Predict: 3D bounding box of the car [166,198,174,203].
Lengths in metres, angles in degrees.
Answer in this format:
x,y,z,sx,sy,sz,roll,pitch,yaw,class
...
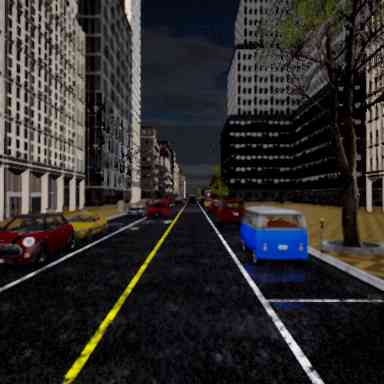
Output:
x,y,z,sx,sy,sz,roll,pitch,yaw,class
-5.603,2.188,85.738,1.887,1.381,4.507,0,0,0,car

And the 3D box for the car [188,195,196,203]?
x,y,z,sx,sy,sz,roll,pitch,yaw,class
0.090,1.819,91.266,2.150,2.045,5.566,0,0,0,car

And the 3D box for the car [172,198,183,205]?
x,y,z,sx,sy,sz,roll,pitch,yaw,class
-2.930,2.073,72.578,1.895,1.301,4.718,0,0,0,car

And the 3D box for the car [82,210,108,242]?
x,y,z,sx,sy,sz,roll,pitch,yaw,class
-5.669,1.645,17.301,1.752,1.417,4.829,0,0,0,car

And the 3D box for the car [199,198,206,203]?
x,y,z,sx,sy,sz,roll,pitch,yaw,class
2.750,2.271,91.392,1.802,1.307,4.206,0,0,0,car

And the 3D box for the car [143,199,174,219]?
x,y,z,sx,sy,sz,roll,pitch,yaw,class
-3.066,1.698,31.377,1.882,1.535,5.008,0,0,0,car

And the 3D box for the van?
x,y,z,sx,sy,sz,roll,pitch,yaw,class
2.715,1.421,11.749,1.690,1.788,3.998,0,0,0,van

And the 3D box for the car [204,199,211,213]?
x,y,z,sx,sy,sz,roll,pitch,yaw,class
2.717,1.867,40.192,1.802,1.307,4.206,0,0,0,car

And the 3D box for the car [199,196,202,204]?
x,y,z,sx,sy,sz,roll,pitch,yaw,class
2.734,2.114,74.325,1.947,1.339,4.313,0,0,0,car

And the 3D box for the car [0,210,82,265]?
x,y,z,sx,sy,sz,roll,pitch,yaw,class
-5.673,1.521,11.782,1.967,1.590,4.097,0,0,0,car

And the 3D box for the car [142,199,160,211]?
x,y,z,sx,sy,sz,roll,pitch,yaw,class
-5.640,1.769,45.916,1.967,1.590,4.097,0,0,0,car

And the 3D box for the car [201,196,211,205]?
x,y,z,sx,sy,sz,roll,pitch,yaw,class
3.058,1.882,58.958,1.801,1.575,5.366,0,0,0,car

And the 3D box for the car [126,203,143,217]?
x,y,z,sx,sy,sz,roll,pitch,yaw,class
-5.652,1.795,34.538,2.008,1.369,4.403,0,0,0,car

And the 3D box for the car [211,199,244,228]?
x,y,z,sx,sy,sz,roll,pitch,yaw,class
2.728,1.475,23.128,2.192,1.841,5.009,0,0,0,car

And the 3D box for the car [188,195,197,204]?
x,y,z,sx,sy,sz,roll,pitch,yaw,class
0.071,1.846,72.340,1.837,1.490,4.892,0,0,0,car

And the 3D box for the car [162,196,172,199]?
x,y,z,sx,sy,sz,roll,pitch,yaw,class
-5.612,1.864,74.361,2.192,1.841,5.009,0,0,0,car
